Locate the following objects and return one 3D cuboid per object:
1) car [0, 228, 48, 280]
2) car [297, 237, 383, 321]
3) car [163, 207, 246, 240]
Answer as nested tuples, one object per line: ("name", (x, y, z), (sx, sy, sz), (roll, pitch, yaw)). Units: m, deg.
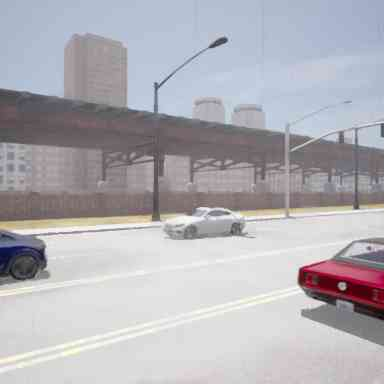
("car", (-5.909, 1.564, 8.387), (4.181, 1.385, 1.994), (0, 0, -34))
("car", (4.378, 1.601, 6.760), (4.718, 1.301, 1.895), (0, 0, -34))
("car", (0.740, 1.525, 17.176), (4.674, 1.442, 1.812), (0, 0, -34))
